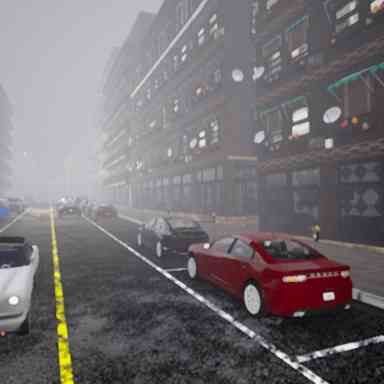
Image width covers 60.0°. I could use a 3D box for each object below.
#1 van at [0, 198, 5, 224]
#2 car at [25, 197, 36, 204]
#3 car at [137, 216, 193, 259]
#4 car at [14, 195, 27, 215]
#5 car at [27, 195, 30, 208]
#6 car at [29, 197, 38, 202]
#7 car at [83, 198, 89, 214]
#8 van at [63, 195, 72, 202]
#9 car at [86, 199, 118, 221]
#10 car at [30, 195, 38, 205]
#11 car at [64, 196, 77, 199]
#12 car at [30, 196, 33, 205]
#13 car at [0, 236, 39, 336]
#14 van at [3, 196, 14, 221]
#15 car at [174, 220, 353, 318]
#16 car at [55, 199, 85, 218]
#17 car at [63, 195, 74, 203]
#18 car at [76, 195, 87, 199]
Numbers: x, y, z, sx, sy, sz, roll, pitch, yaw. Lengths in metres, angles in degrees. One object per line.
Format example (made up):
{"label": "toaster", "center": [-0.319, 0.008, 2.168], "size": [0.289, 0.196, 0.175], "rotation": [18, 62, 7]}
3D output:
{"label": "van", "center": [-12.456, 1.369, 19.629], "size": [1.690, 1.788, 3.998], "rotation": [2, -1, -23]}
{"label": "car", "center": [-34.227, 1.753, 70.469], "size": [1.887, 1.381, 4.507], "rotation": [1, -1, -23]}
{"label": "car", "center": [-0.840, 1.559, 12.504], "size": [2.008, 1.369, 4.403], "rotation": [1, -1, -23]}
{"label": "car", "center": [-18.986, 1.381, 34.883], "size": [2.192, 1.841, 5.009], "rotation": [2, -1, -23]}
{"label": "car", "center": [-21.162, 1.396, 39.967], "size": [2.192, 1.841, 5.009], "rotation": [2, -1, -23]}
{"label": "car", "center": [-40.759, 1.880, 85.723], "size": [1.802, 1.307, 4.206], "rotation": [1, -1, -23]}
{"label": "car", "center": [-9.545, 1.592, 32.841], "size": [1.887, 1.381, 4.507], "rotation": [1, -1, -23]}
{"label": "van", "center": [-31.343, 1.604, 83.679], "size": [1.690, 1.788, 3.998], "rotation": [1, -1, -23]}
{"label": "car", "center": [-7.369, 1.580, 27.757], "size": [1.887, 1.381, 4.507], "rotation": [1, -1, -23]}
{"label": "car", "center": [-32.046, 1.497, 65.387], "size": [2.192, 1.841, 5.009], "rotation": [1, -1, -23]}
{"label": "car", "center": [-15.543, 1.565, 40.486], "size": [2.128, 1.511, 4.902], "rotation": [0, 0, -23]}
{"label": "car", "center": [-25.521, 1.682, 50.134], "size": [1.947, 1.339, 4.313], "rotation": [1, -1, -23]}
{"label": "car", "center": [-4.012, 1.608, 6.362], "size": [1.895, 1.301, 4.718], "rotation": [0, 0, -23]}
{"label": "van", "center": [-14.634, 1.380, 24.715], "size": [1.690, 1.788, 3.998], "rotation": [2, -1, -23]}
{"label": "car", "center": [1.337, 1.548, 7.419], "size": [1.887, 1.381, 4.507], "rotation": [1, -1, -23]}
{"label": "car", "center": [-11.636, 1.611, 31.448], "size": [1.994, 1.385, 4.181], "rotation": [0, 0, -25]}
{"label": "car", "center": [-29.165, 1.547, 78.594], "size": [2.192, 1.841, 5.009], "rotation": [1, -1, -23]}
{"label": "car", "center": [-11.714, 1.502, 37.930], "size": [1.967, 1.590, 4.097], "rotation": [1, -1, -23]}
